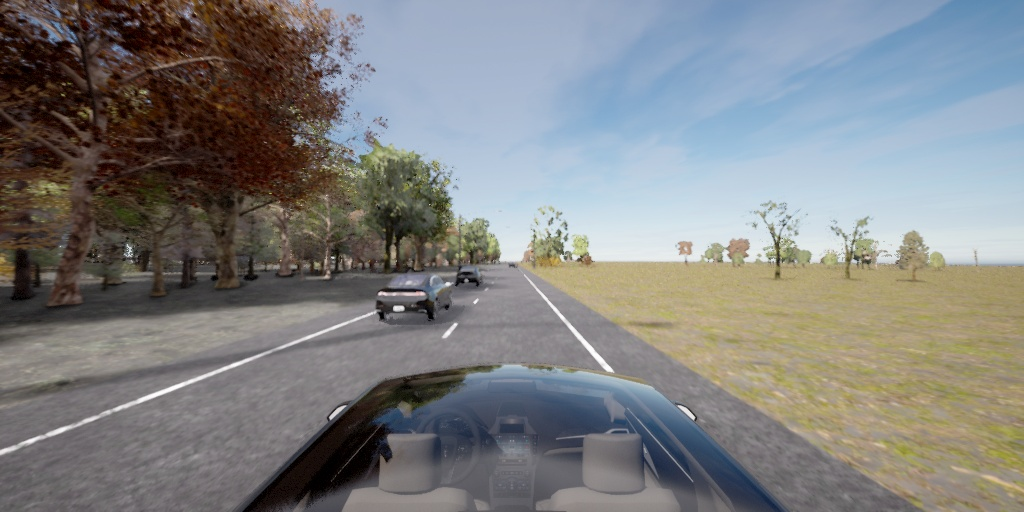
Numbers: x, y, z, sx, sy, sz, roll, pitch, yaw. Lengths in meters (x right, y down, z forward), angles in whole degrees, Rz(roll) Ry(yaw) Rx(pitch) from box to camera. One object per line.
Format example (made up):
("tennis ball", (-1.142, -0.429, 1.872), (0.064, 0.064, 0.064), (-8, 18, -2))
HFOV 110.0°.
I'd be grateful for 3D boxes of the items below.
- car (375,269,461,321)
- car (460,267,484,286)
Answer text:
("car", (-3.399, 1.395, 13.203), (2.128, 1.511, 4.902), (0, -1, 0))
("car", (-3.396, 1.621, 29.107), (1.837, 1.490, 4.892), (0, -1, 0))
